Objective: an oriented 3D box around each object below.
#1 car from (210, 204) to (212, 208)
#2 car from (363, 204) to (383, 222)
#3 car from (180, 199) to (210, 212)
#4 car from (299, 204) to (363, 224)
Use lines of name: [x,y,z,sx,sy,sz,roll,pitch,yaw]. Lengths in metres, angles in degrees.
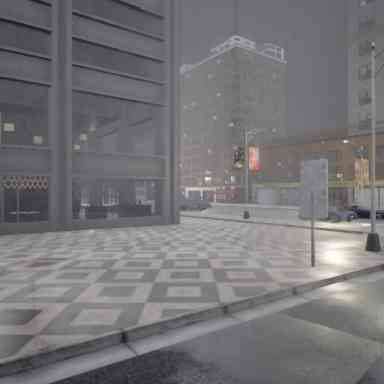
car: [0.448,1.673,45.122,2.033,1.411,5.357,0,0,-36]
car: [13.711,1.647,26.735,1.895,1.301,4.718,0,0,-36]
car: [-0.201,1.680,40.464,1.994,1.385,4.181,0,0,-36]
car: [10.440,1.614,25.716,1.994,1.385,4.181,0,0,-36]
